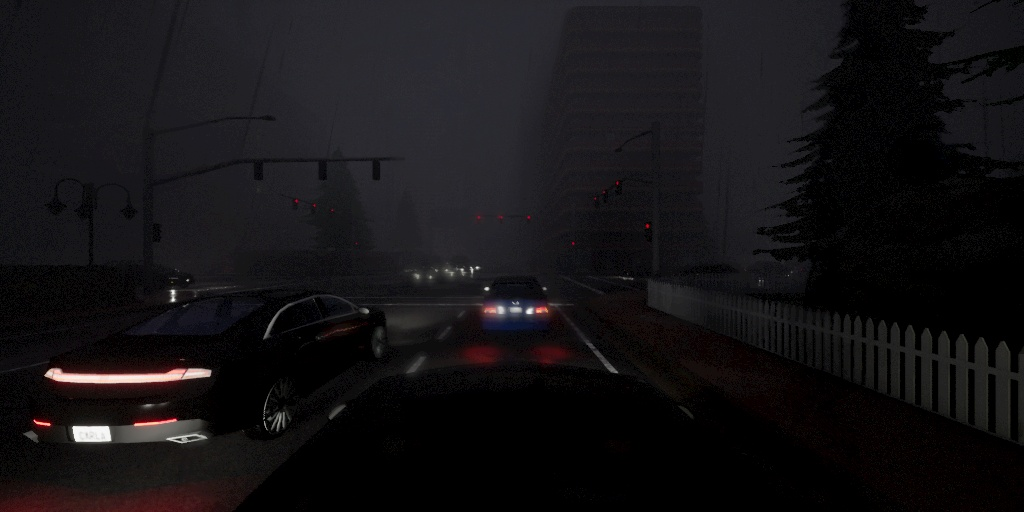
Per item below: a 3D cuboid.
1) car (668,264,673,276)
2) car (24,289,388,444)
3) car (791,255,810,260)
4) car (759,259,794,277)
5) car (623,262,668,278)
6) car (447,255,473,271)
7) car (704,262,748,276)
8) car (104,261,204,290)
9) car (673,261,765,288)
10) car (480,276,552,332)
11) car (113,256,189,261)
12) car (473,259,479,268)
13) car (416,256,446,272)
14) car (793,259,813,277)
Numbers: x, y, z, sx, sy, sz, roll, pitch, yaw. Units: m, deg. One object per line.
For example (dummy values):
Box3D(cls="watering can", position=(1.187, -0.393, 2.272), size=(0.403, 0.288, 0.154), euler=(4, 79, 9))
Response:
Box3D(cls="car", position=(15.888, 1.259, 30.549), size=(4.181, 1.385, 1.994), euler=(0, 0, -20))
Box3D(cls="car", position=(-3.427, 1.242, 5.359), size=(2.128, 1.511, 4.902), euler=(0, 0, 0))
Box3D(cls="car", position=(32.357, 0.916, 40.552), size=(2.150, 2.045, 5.566), euler=(0, 0, 43))
Box3D(cls="car", position=(24.368, 1.242, 34.225), size=(5.357, 1.411, 2.033), euler=(0, 0, -31))
Box3D(cls="car", position=(13.154, 1.242, 33.374), size=(5.357, 1.411, 2.033), euler=(0, 0, -13))
Box3D(cls="car", position=(-7.059, 0.971, 49.103), size=(2.150, 2.045, 5.566), euler=(0, 0, 0))
Box3D(cls="car", position=(22.055, 1.295, 36.938), size=(4.718, 1.301, 1.895), euler=(0, 0, -30))
Box3D(cls="car", position=(-21.715, 1.199, 21.297), size=(4.892, 1.490, 1.837), euler=(0, 0, 0))
Box3D(cls="car", position=(12.922, 1.220, 22.506), size=(4.674, 1.442, 1.812), euler=(0, 0, -10))
Box3D(cls="car", position=(0.122, 1.297, 10.772), size=(2.033, 1.411, 5.357), euler=(0, 0, 1))
Box3D(cls="car", position=(-25.722, 1.047, 24.773), size=(4.553, 1.767, 2.097), euler=(0, 0, 0))
Box3D(cls="car", position=(-7.026, 1.255, 58.914), size=(1.837, 1.490, 4.892), euler=(0, 0, 0))
Box3D(cls="car", position=(-10.530, 0.971, 45.944), size=(2.150, 2.045, 5.566), euler=(0, 0, 2))
Box3D(cls="car", position=(27.325, 1.242, 31.608), size=(5.357, 1.411, 2.033), euler=(0, 0, -32))
